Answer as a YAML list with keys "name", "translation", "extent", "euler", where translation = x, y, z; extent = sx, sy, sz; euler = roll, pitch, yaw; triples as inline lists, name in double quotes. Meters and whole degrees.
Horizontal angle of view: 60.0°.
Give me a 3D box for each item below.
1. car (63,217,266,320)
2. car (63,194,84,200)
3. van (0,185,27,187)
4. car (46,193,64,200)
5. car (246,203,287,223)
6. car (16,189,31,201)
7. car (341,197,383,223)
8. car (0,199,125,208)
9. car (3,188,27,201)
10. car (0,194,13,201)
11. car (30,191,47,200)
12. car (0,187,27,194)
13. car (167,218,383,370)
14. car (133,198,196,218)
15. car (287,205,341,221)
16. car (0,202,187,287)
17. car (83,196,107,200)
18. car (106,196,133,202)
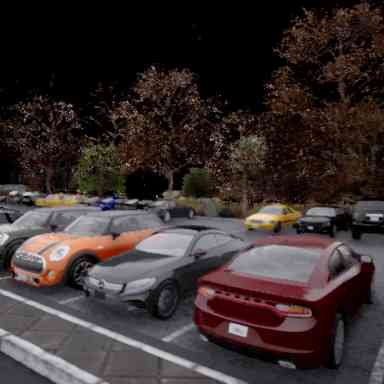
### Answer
- name: "car"
  translation: [-0.243, 1.546, 7.706]
  extent: [2.002, 1.452, 4.674]
  euler: [1, 0, 36]
- name: "car"
  translation: [-8.513, 1.104, 29.831]
  extent: [2.163, 1.488, 4.792]
  euler: [3, 1, 36]
- name: "van"
  translation: [-21.994, 0.127, 39.495]
  extent: [1.878, 1.987, 4.442]
  euler: [3, 3, 36]
- name: "car"
  translation: [-10.534, 0.977, 31.563]
  extent: [1.946, 1.575, 5.366]
  euler: [3, 2, 36]
- name: "car"
  translation: [4.935, 1.463, 19.878]
  extent: [1.946, 1.575, 5.366]
  euler: [1, 1, 36]
- name: "car"
  translation: [-15.146, 0.780, 34.717]
  extent: [2.163, 1.488, 4.792]
  euler: [3, 2, 36]
- name: "car"
  translation: [9.577, 1.277, 16.773]
  extent: [2.435, 2.045, 5.566]
  euler: [1, 0, 36]
- name: "car"
  translation: [-4.730, 1.303, 10.998]
  extent: [2.185, 1.767, 4.553]
  euler: [1, 1, 36]
- name: "car"
  translation: [-17.516, 0.656, 36.405]
  extent: [2.002, 1.452, 4.674]
  euler: [3, 2, 36]
- name: "car"
  translation: [-11.532, 1.122, 15.858]
  extent: [2.185, 1.767, 4.553]
  euler: [2, 1, 36]
- name: "car"
  translation: [-12.795, 0.867, 33.204]
  extent: [1.946, 1.575, 5.366]
  euler: [3, 2, 36]
- name: "car"
  translation: [-19.767, 0.521, 38.039]
  extent: [2.002, 1.452, 4.674]
  euler: [3, 2, 36]
- name: "car"
  translation: [2.010, 1.532, 6.061]
  extent: [2.097, 1.535, 5.008]
  euler: [1, 0, 36]
- name: "car"
  translation: [-1.623, 1.313, 24.859]
  extent: [2.231, 1.521, 4.892]
  euler: [2, 1, 36]
- name: "car"
  translation: [7.305, 1.501, 18.394]
  extent: [2.097, 1.535, 5.008]
  euler: [1, 0, 36]
- name: "car"
  translation: [-2.480, 1.346, 9.365]
  extent: [2.185, 1.767, 4.553]
  euler: [1, 1, 36]
- name: "car"
  translation: [-6.240, 1.161, 28.212]
  extent: [2.097, 1.535, 5.008]
  euler: [2, 1, 36]
- name: "car"
  translation: [-3.983, 1.240, 26.573]
  extent: [2.097, 1.535, 5.008]
  euler: [2, 1, 36]
